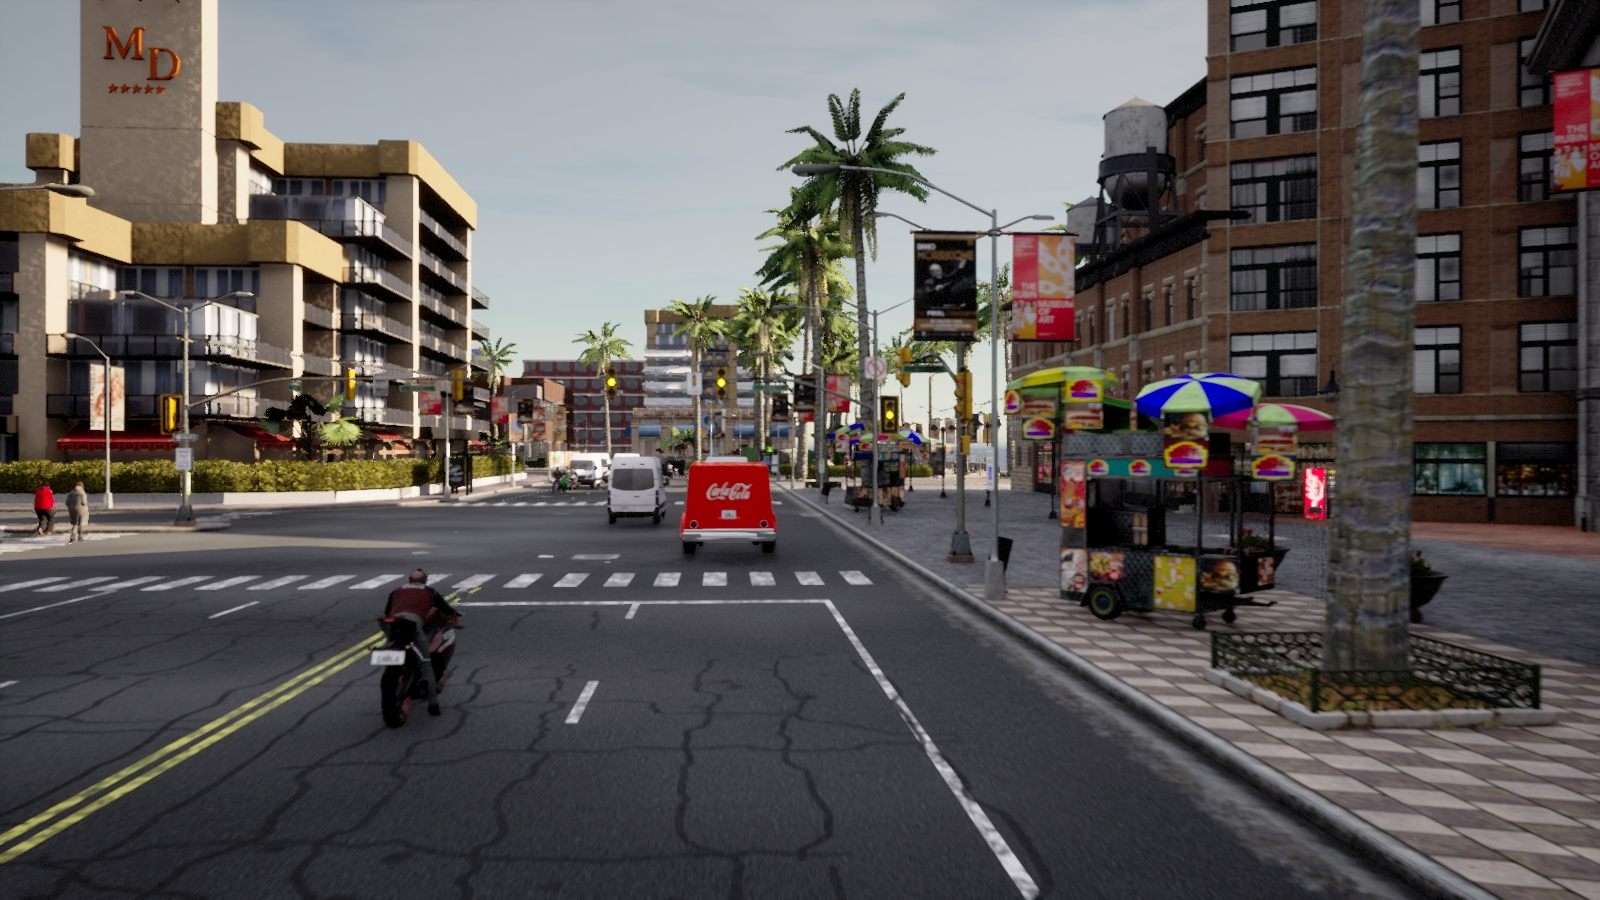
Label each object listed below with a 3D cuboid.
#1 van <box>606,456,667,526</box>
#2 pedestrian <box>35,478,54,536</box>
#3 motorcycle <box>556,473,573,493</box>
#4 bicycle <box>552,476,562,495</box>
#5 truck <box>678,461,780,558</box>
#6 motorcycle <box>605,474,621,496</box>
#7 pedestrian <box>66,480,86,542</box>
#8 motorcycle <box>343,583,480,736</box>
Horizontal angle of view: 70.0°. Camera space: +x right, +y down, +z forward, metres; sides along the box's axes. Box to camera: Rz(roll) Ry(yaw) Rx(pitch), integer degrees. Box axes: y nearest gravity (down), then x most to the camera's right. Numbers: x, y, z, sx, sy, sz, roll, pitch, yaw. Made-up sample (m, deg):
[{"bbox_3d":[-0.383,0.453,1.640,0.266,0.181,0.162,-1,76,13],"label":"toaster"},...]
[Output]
[{"bbox_3d":[-6.423,1.535,45.552,1.988,2.561,5.915,0,0,-4],"label":"van"},{"bbox_3d":[-24.474,1.853,37.003,0.375,1.860,0.375,0,0,-4],"label":"pedestrian"},{"bbox_3d":[-15.531,2.185,75.504,0.856,1.236,1.805,0,0,-4],"label":"motorcycle"},{"bbox_3d":[-15.238,2.213,71.666,0.329,1.171,1.835,0,0,-4],"label":"bicycle"},{"bbox_3d":[-2.019,1.570,32.324,2.627,2.467,5.204,0,0,-4],"label":"truck"},{"bbox_3d":[-11.732,2.172,71.634,0.764,1.277,2.356,0,0,-4],"label":"motorcycle"},{"bbox_3d":[-21.908,1.853,34.594,0.375,1.860,0.375,0,0,-5],"label":"pedestrian"},{"bbox_3d":[-4.159,2.206,12.432,0.867,1.251,2.209,0,0,-4],"label":"motorcycle"}]
